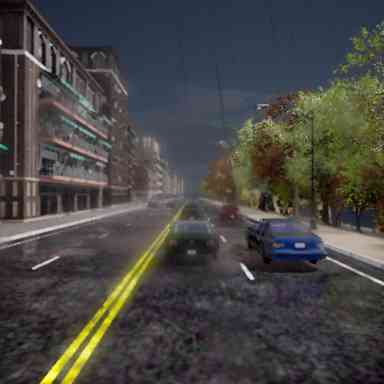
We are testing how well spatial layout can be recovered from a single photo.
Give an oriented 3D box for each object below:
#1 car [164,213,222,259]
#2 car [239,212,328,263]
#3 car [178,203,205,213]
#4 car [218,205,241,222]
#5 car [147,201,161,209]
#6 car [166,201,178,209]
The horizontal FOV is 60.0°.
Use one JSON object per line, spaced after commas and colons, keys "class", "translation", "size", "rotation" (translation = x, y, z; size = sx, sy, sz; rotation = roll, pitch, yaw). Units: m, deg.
{"class": "car", "translation": [0.011, 1.740, 13.251], "size": [1.895, 1.301, 4.718], "rotation": [0, -1, 0]}
{"class": "car", "translation": [3.255, 1.679, 12.529], "size": [2.033, 1.411, 5.357], "rotation": [0, -1, 0]}
{"class": "car", "translation": [0.008, 1.805, 28.500], "size": [1.837, 1.490, 4.892], "rotation": [0, 0, 0]}
{"class": "car", "translation": [3.262, 1.827, 28.894], "size": [1.812, 1.442, 4.674], "rotation": [0, 0, 0]}
{"class": "car", "translation": [-6.590, 2.170, 57.840], "size": [1.994, 1.385, 4.181], "rotation": [0, -1, 0]}
{"class": "car", "translation": [-3.340, 2.170, 57.842], "size": [1.994, 1.385, 4.181], "rotation": [0, -1, 0]}
